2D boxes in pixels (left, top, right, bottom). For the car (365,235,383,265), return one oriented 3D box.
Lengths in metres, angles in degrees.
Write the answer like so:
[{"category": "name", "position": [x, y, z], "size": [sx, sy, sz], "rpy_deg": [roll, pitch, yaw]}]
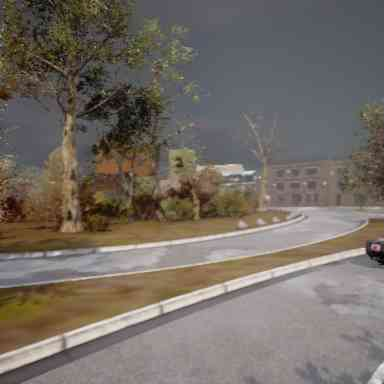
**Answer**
[{"category": "car", "position": [7.725, 1.677, 10.832], "size": [4.718, 1.301, 1.895], "rpy_deg": [0, -1, -35]}]
